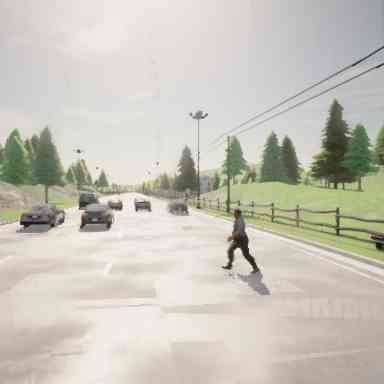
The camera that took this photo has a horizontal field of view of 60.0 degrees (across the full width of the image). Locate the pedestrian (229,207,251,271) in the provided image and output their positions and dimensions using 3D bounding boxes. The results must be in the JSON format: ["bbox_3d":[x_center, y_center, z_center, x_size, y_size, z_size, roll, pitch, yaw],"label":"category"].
[{"bbox_3d":[1.293,1.294,9.067,0.375,1.860,0.375,0,0,-7],"label":"pedestrian"}]

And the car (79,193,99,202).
[{"bbox_3d":[-13.897,1.211,44.928,2.150,2.045,5.566,0,-1,-10],"label":"car"}]

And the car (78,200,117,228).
[{"bbox_3d":[-6.273,1.526,22.282,1.812,1.442,4.674,0,0,-10],"label":"car"}]

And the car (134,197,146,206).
[{"bbox_3d":[-8.863,1.600,56.478,1.895,1.301,4.718,0,0,-10],"label":"car"}]

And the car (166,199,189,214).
[{"bbox_3d":[-1.609,1.525,35.951,1.812,1.442,4.674,0,0,-10],"label":"car"}]

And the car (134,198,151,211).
[{"bbox_3d":[-5.998,1.491,40.552,2.128,1.511,4.902,0,0,-10],"label":"car"}]

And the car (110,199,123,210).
[{"bbox_3d":[-10.030,1.562,43.218,1.994,1.385,4.181,0,0,-10],"label":"car"}]

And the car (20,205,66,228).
[{"bbox_3d":[-9.756,1.547,22.118,2.033,1.411,5.357,0,0,-11],"label":"car"}]
